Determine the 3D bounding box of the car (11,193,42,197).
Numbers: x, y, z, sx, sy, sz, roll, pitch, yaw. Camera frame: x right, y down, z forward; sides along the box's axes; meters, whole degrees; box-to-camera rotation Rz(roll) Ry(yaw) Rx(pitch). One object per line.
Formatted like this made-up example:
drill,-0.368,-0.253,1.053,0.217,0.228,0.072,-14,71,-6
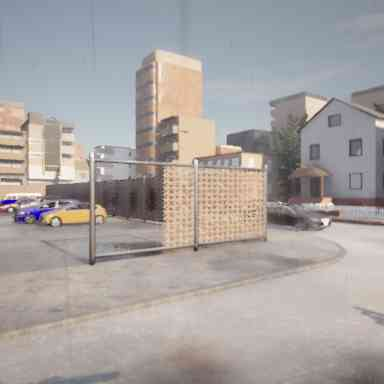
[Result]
car,-12.423,1.240,27.447,3.866,1.878,1.905,0,0,-36

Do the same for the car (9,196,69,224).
car,-10.134,1.345,23.809,4.611,1.667,2.242,0,0,-36

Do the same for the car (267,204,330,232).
car,5.981,1.484,20.303,2.128,1.511,4.902,0,0,-35

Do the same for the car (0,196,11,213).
car,-17.699,1.471,35.718,5.357,1.415,2.033,0,0,-36

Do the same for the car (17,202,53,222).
car,-11.869,1.449,25.187,2.207,1.379,1.481,0,0,-36

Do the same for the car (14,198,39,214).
car,-17.697,1.400,35.440,1.789,1.547,3.705,0,0,-36

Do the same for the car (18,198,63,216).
car,-14.643,1.410,32.150,3.633,1.501,1.845,0,0,-36

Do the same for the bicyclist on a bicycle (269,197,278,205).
bicyclist on a bicycle,7.916,1.338,32.093,1.656,1.620,0.582,0,0,-36

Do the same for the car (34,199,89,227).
car,-7.691,1.413,21.657,4.193,1.474,1.816,0,0,-36
